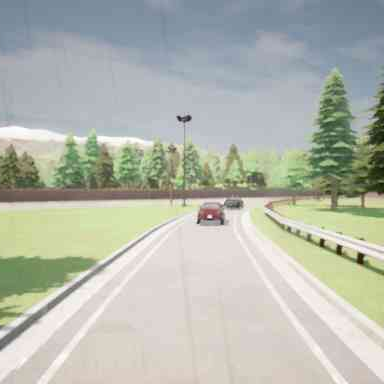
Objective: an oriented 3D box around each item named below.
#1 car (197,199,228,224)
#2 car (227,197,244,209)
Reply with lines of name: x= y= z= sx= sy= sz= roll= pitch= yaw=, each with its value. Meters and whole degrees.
car: x=1.435 y=1.425 z=23.889 sx=1.812 sy=1.442 sz=4.674 roll=0 pitch=0 yaw=7
car: x=5.317 y=1.316 z=41.506 sx=2.128 sy=1.511 sz=4.902 roll=0 pitch=0 yaw=18
